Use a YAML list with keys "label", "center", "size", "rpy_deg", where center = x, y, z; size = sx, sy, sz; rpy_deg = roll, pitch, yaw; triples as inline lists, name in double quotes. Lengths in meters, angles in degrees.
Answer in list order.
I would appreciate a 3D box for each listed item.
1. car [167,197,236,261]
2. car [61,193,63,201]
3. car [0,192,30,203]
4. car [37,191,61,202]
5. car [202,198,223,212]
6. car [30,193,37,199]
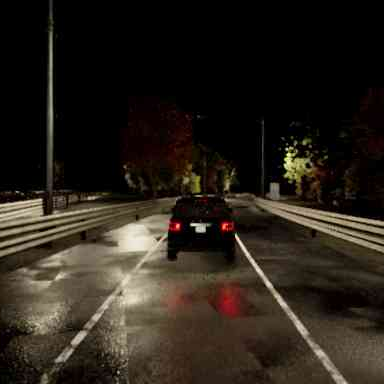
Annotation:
- label: "car"
  center: [0.360, 1.177, 12.315]
  size: [2.150, 2.045, 5.566]
  rpy_deg: [0, 0, 2]
- label: "car"
  center: [-22.057, 0.601, 53.396]
  size: [2.097, 1.767, 4.553]
  rpy_deg: [1, 2, -12]
- label: "car"
  center: [-23.566, 0.805, 44.175]
  size: [1.882, 1.535, 5.008]
  rpy_deg: [0, 0, -12]
- label: "car"
  center: [-20.972, 0.849, 49.068]
  size: [1.994, 1.385, 4.181]
  rpy_deg: [-1, -2, -15]
- label: "car"
  center: [2.390, 1.401, 37.493]
  size: [2.033, 1.411, 5.357]
  rpy_deg: [0, 0, 7]
- label: "car"
  center: [-25.435, 0.782, 52.793]
  size: [2.033, 1.411, 5.357]
  rpy_deg: [0, 1, -12]
